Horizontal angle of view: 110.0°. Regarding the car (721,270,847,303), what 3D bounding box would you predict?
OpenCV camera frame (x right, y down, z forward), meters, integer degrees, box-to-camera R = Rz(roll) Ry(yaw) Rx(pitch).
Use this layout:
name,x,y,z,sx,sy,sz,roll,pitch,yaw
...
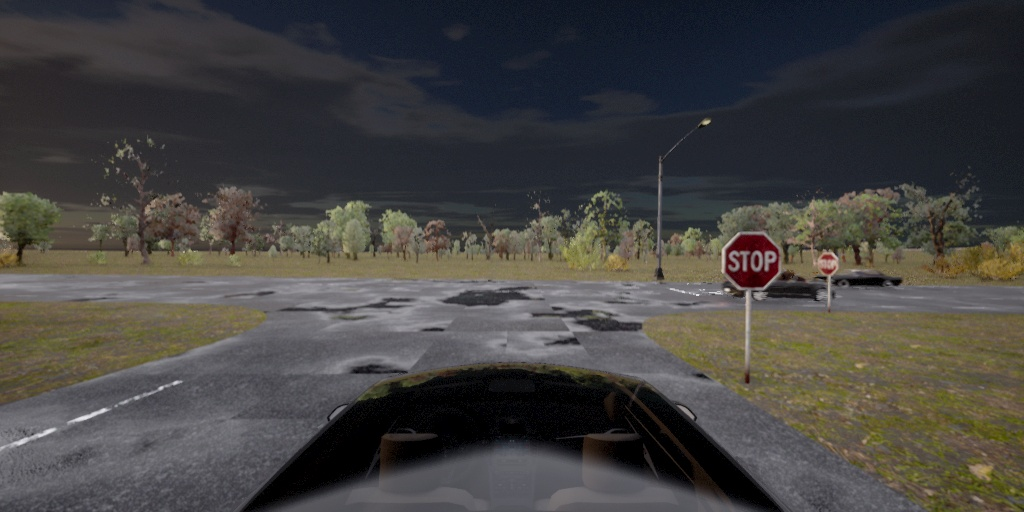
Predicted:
name,x,y,z,sx,sy,sz,roll,pitch,yaw
car,12.977,1.439,17.587,4.892,1.490,1.837,1,1,0

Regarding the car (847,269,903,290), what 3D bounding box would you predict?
name,x,y,z,sx,sy,sz,roll,pitch,yaw
car,23.444,1.572,24.528,4.718,1.301,1.895,0,1,0
